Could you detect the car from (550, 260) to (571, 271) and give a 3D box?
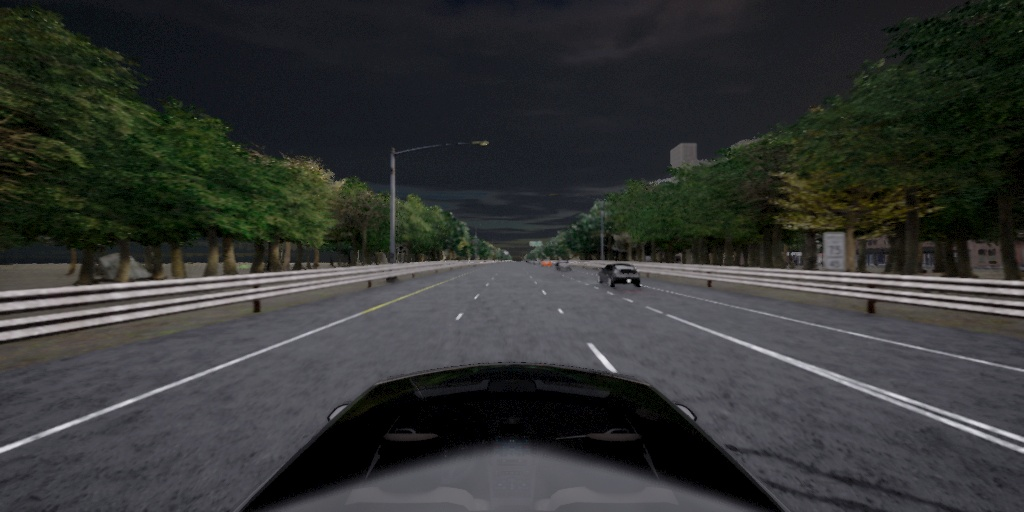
[{"bbox_3d":[7.110,1.312,50.520,2.128,1.511,4.902,0,0,0],"label":"car"}]

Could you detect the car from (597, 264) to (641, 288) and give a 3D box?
[{"bbox_3d":[7.026,1.254,23.958,1.837,1.490,4.892,0,0,0],"label":"car"}]
